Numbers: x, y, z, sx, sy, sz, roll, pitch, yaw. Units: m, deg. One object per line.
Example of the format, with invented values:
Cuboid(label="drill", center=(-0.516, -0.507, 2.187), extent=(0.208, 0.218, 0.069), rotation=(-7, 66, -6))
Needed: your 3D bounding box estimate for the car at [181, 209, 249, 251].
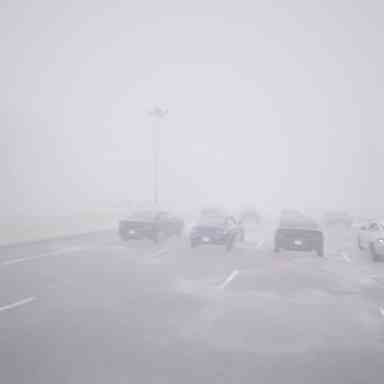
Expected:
Cuboid(label="car", center=(1.260, 1.751, 15.478), extent=(1.812, 1.442, 4.674), rotation=(1, -1, 18))

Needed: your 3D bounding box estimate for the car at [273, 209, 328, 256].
Cuboid(label="car", center=(4.725, 1.767, 14.830), extent=(1.882, 1.535, 5.008), rotation=(1, 0, 18))

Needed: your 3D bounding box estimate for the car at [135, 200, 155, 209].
Cuboid(label="car", center=(-7.972, 2.120, 57.401), extent=(2.033, 1.411, 5.357), rotation=(1, -1, 7))

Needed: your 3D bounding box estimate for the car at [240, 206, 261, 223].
Cuboid(label="car", center=(5.331, 2.028, 30.556), extent=(1.812, 1.442, 4.674), rotation=(1, -1, 14))

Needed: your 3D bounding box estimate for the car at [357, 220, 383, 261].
Cuboid(label="car", center=(7.891, 1.859, 13.239), extent=(1.812, 1.442, 4.674), rotation=(1, -1, 18))

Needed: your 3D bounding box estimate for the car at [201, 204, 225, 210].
Cuboid(label="car", center=(2.066, 1.931, 31.951), extent=(1.882, 1.535, 5.008), rotation=(1, 0, 13))

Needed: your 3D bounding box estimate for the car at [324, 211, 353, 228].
Cuboid(label="car", center=(11.813, 2.200, 27.586), extent=(1.895, 1.301, 4.718), rotation=(1, -1, 14))

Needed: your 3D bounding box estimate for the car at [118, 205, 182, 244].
Cuboid(label="car", center=(-1.902, 1.659, 17.079), extent=(1.882, 1.535, 5.008), rotation=(1, 0, 18))
